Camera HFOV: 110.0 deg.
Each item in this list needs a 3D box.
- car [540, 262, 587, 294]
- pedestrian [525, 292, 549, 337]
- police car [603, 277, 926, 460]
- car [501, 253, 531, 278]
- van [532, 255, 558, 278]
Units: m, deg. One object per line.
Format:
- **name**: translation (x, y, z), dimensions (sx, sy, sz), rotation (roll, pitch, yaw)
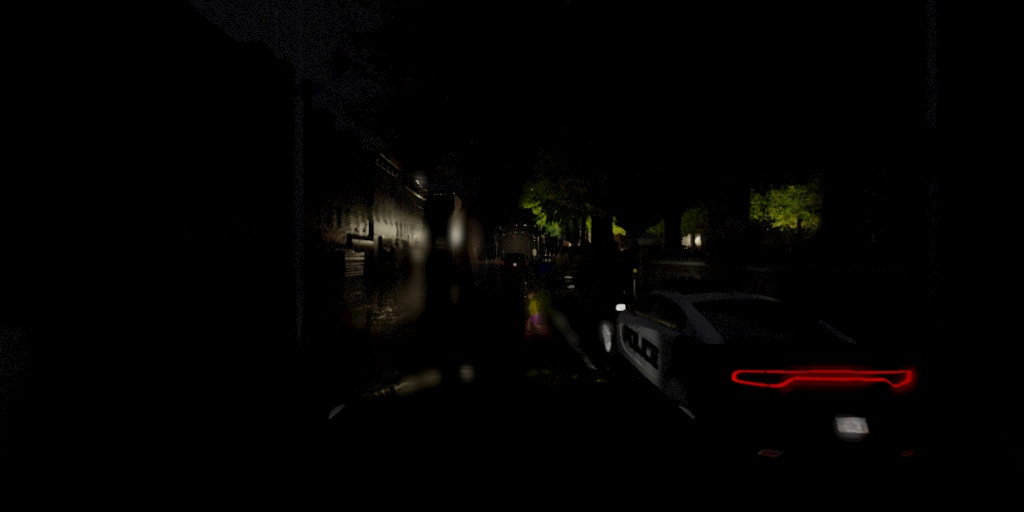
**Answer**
- **car**: translation (2.738, 1.154, 18.608), dimensions (2.007, 1.370, 4.403), rotation (0, 0, 0)
- **pedestrian**: translation (0.543, 1.363, 8.515), dimensions (0.500, 1.100, 0.500), rotation (1, 0, 0)
- **police car**: translation (2.769, 1.141, 5.485), dimensions (1.930, 1.638, 5.238), rotation (0, 1, 0)
- **car**: translation (0.255, 0.731, 30.858), dimensions (2.150, 2.045, 5.566), rotation (0, 1, 1)
- **van**: translation (2.805, 0.858, 29.506), dimensions (1.690, 1.789, 3.998), rotation (0, 0, 0)
